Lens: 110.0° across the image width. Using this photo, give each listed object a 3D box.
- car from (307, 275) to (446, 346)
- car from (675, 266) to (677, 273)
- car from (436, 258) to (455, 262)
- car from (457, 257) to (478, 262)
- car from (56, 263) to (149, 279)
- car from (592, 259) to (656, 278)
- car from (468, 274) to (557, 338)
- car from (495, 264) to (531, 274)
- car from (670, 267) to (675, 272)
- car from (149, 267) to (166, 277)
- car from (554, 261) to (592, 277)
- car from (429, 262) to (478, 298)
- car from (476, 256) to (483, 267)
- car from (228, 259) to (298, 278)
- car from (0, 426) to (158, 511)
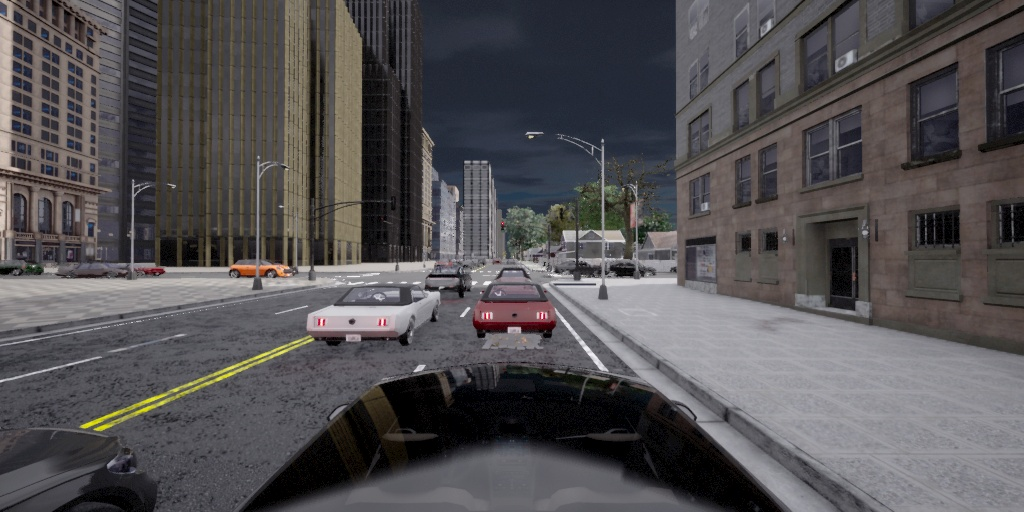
[{"bbox_3d":[-3.176,1.352,9.398,1.895,1.301,4.718,0,0,0],"label":"car"},{"bbox_3d":[20.462,1.264,37.890,4.902,1.511,2.128,0,-1,0],"label":"car"},{"bbox_3d":[-9.987,1.105,52.560,2.097,1.767,4.553,0,0,0],"label":"car"},{"bbox_3d":[-6.738,1.258,54.386,1.837,1.490,4.892,0,0,0],"label":"car"},{"bbox_3d":[-34.584,1.254,30.153,5.357,1.411,2.033,0,-1,-5],"label":"car"},{"bbox_3d":[9.914,1.181,31.230,5.008,1.535,1.882,0,-1,0],"label":"car"},{"bbox_3d":[0.058,1.351,10.118,1.895,1.301,4.718,0,0,0],"label":"car"},{"bbox_3d":[0.049,1.316,18.875,1.994,1.385,4.181,0,0,0],"label":"car"},{"bbox_3d":[21.099,1.353,41.137,5.357,1.411,2.033,0,-1,0],"label":"car"},{"bbox_3d":[-35.354,1.340,33.342,4.718,1.301,1.895,0,-1,-5],"label":"car"},{"bbox_3d":[6.488,1.241,34.494,4.892,1.490,1.837,0,-1,0],"label":"car"},{"bbox_3d":[-3.198,1.243,18.652,2.128,1.511,4.902,0,0,0],"label":"car"},{"bbox_3d":[-6.739,1.258,64.525,1.837,1.490,4.892,0,0,0],"label":"car"},{"bbox_3d":[-21.577,1.059,30.949,4.553,1.767,2.097,0,-1,-2],"label":"car"},{"bbox_3d":[-3.142,1.275,0.256,1.812,1.442,4.674,0,0,0],"label":"car"}]
